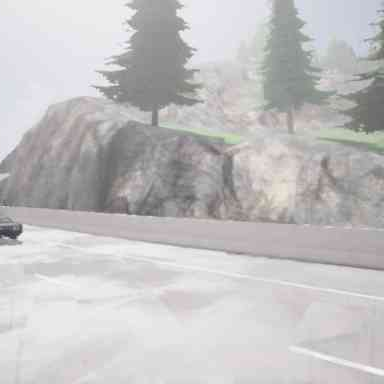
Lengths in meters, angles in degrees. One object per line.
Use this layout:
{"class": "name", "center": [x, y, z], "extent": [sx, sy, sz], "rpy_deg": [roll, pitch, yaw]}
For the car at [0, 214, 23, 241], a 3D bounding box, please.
{"class": "car", "center": [-10.343, 1.737, 16.670], "extent": [4.718, 1.301, 1.895], "rpy_deg": [0, -1, 42]}
